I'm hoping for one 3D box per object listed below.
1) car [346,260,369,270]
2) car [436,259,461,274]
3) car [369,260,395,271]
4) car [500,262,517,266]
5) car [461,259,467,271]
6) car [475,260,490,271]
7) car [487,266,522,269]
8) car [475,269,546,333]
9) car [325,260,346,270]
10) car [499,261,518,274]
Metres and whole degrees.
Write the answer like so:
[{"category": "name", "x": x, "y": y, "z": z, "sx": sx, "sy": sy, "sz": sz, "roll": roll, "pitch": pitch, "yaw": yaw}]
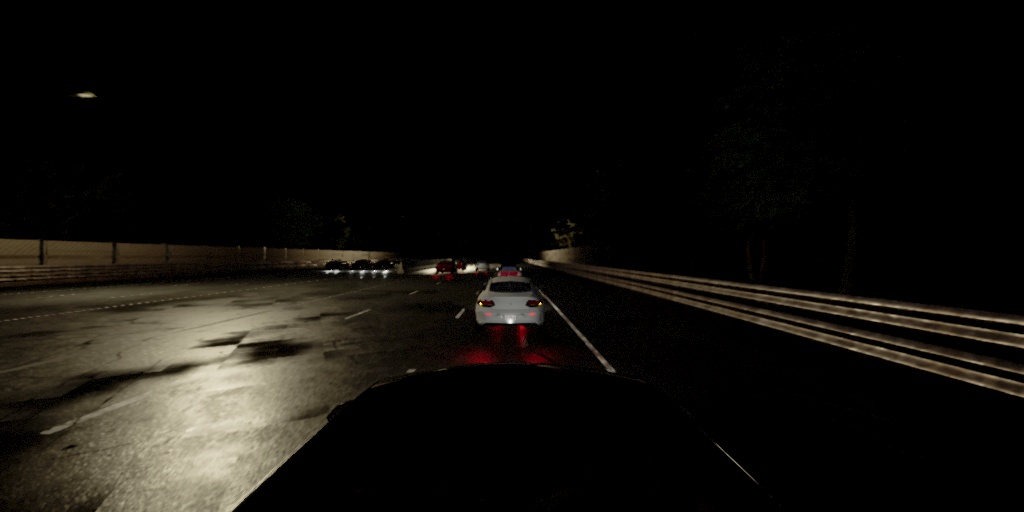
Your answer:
[{"category": "car", "x": -21.810, "y": 1.291, "z": 52.251, "sx": 1.837, "sy": 1.490, "sz": 4.892, "roll": 0, "pitch": 0, "yaw": -1}, {"category": "car", "x": -7.401, "y": 1.257, "z": 40.997, "sx": 1.882, "sy": 1.535, "sz": 5.008, "roll": 0, "pitch": -1, "yaw": -1}, {"category": "car", "x": -18.296, "y": 1.292, "z": 51.347, "sx": 1.837, "sy": 1.490, "sz": 4.892, "roll": 0, "pitch": -1, "yaw": -1}, {"category": "car", "x": -0.213, "y": 1.331, "z": 26.229, "sx": 1.994, "sy": 1.385, "sz": 4.181, "roll": 0, "pitch": 0, "yaw": -1}, {"category": "car", "x": -7.601, "y": 1.141, "z": 50.440, "sx": 2.097, "sy": 1.767, "sz": 4.553, "roll": 0, "pitch": 0, "yaw": -1}, {"category": "car", "x": -4.095, "y": 1.317, "z": 50.263, "sx": 1.812, "sy": 1.442, "sz": 4.674, "roll": 0, "pitch": 0, "yaw": -2}, {"category": "car", "x": -0.116, "y": 1.360, "z": 18.794, "sx": 1.895, "sy": 1.301, "sz": 4.718, "roll": 0, "pitch": 0, "yaw": -1}, {"category": "car", "x": -0.040, "y": 1.278, "z": 10.638, "sx": 1.812, "sy": 1.442, "sz": 4.674, "roll": 0, "pitch": 0, "yaw": 0}, {"category": "car", "x": -25.331, "y": 1.228, "z": 51.962, "sx": 1.994, "sy": 1.385, "sz": 4.181, "roll": -1, "pitch": 0, "yaw": -1}, {"category": "car", "x": -0.434, "y": 1.333, "z": 42.631, "sx": 2.033, "sy": 1.411, "sz": 5.357, "roll": 0, "pitch": 0, "yaw": -1}]
